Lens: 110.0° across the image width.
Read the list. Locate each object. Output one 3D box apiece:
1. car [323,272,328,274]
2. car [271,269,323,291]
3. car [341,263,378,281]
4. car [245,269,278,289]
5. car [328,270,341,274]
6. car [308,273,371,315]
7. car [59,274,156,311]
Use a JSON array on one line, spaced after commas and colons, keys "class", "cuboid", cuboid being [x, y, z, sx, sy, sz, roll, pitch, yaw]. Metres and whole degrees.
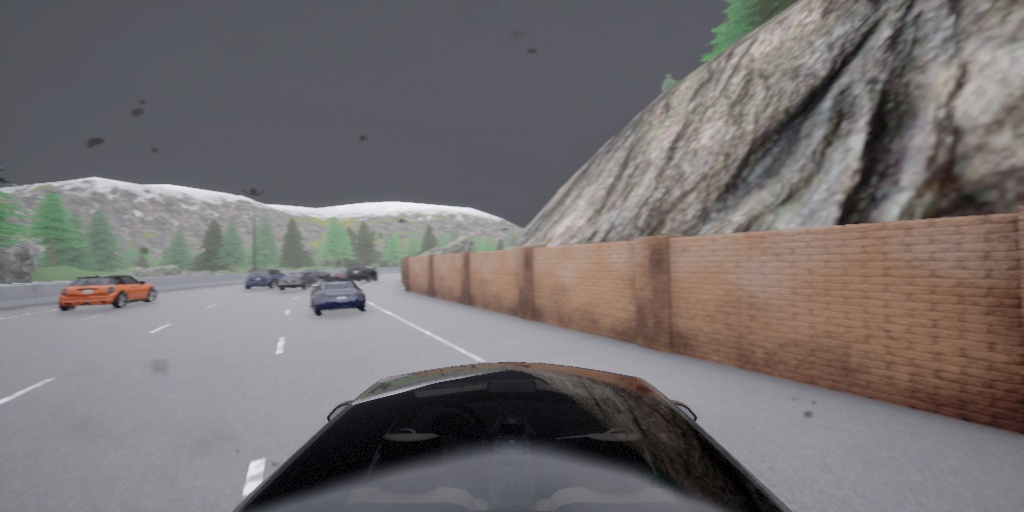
[{"class": "car", "cuboid": [-23.573, 2.312, 43.288, 2.128, 1.511, 4.902, -1, -1, -3]}, {"class": "car", "cuboid": [-17.671, 2.056, 29.741, 2.033, 1.411, 5.357, -1, -1, -16]}, {"class": "car", "cuboid": [-16.000, 1.816, 38.488, 2.150, 2.045, 5.566, -2, 0, -8]}, {"class": "car", "cuboid": [-21.909, 1.988, 32.351, 2.097, 1.767, 4.553, -1, -1, -12]}, {"class": "car", "cuboid": [-20.027, 2.310, 43.433, 1.994, 1.385, 4.181, -1, -1, -4]}, {"class": "car", "cuboid": [-7.758, 1.673, 15.921, 1.994, 1.385, 4.181, -1, -1, -30]}, {"class": "car", "cuboid": [-21.212, 1.789, 19.085, 2.097, 1.767, 4.553, -1, -1, -25]}]
